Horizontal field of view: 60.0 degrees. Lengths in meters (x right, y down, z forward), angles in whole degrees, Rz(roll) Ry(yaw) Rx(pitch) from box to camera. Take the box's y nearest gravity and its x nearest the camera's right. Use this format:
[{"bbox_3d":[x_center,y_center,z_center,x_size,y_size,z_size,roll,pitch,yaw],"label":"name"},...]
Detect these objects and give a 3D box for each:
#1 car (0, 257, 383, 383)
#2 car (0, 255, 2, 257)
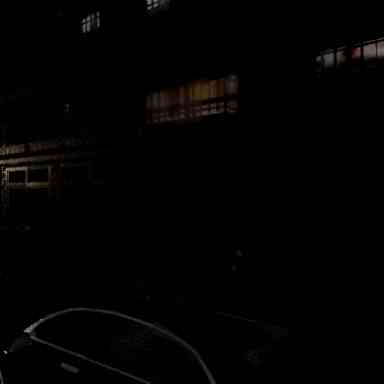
[{"bbox_3d":[-0.470,1.550,3.209,4.403,1.369,2.008,0,0,35],"label":"car"},{"bbox_3d":[-5.080,1.546,6.497,4.403,1.369,2.008,0,0,35],"label":"car"}]
